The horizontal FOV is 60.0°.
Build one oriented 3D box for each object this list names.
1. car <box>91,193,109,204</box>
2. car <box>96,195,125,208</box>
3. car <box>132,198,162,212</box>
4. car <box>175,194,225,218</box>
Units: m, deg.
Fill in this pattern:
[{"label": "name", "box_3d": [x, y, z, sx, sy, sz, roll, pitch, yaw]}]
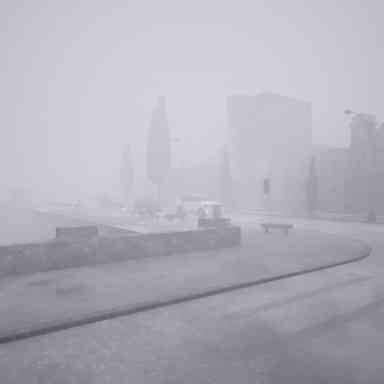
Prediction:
[{"label": "car", "box_3d": [-17.205, 1.221, 62.571, 2.150, 2.045, 5.566, 0, 0, -36]}, {"label": "car", "box_3d": [-11.372, 1.547, 47.228, 2.033, 1.411, 5.357, 0, 0, -36]}, {"label": "car", "box_3d": [-5.339, 1.505, 38.746, 1.837, 1.490, 4.892, 0, 0, -36]}, {"label": "car", "box_3d": [0.577, 1.221, 30.454, 2.150, 2.045, 5.566, 0, 0, -36]}]
